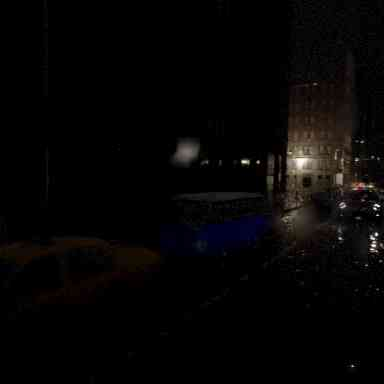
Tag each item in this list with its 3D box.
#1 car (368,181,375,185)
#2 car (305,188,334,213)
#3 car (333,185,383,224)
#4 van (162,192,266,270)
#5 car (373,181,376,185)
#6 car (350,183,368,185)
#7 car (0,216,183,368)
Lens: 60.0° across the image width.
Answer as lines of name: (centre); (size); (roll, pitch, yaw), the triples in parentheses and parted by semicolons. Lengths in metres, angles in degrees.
car: (40.148, -1.201, 76.071); (1.752, 1.417, 4.829); (3, 3, 30)
car: (9.338, 0.665, 23.820); (1.802, 1.307, 4.206); (3, 3, 30)
car: (9.594, 0.687, 18.784); (2.097, 1.767, 4.553); (3, 3, 31)
van: (0.755, 0.901, 9.239); (1.690, 1.788, 3.998); (3, 3, 30)
car: (43.105, -1.344, 81.089); (1.947, 1.339, 4.313); (3, 3, 30)
car: (23.660, -0.414, 48.090); (2.192, 1.841, 5.009); (3, 3, 30)
car: (-2.200, 1.243, 4.243); (1.752, 1.417, 4.829); (3, 3, 30)
